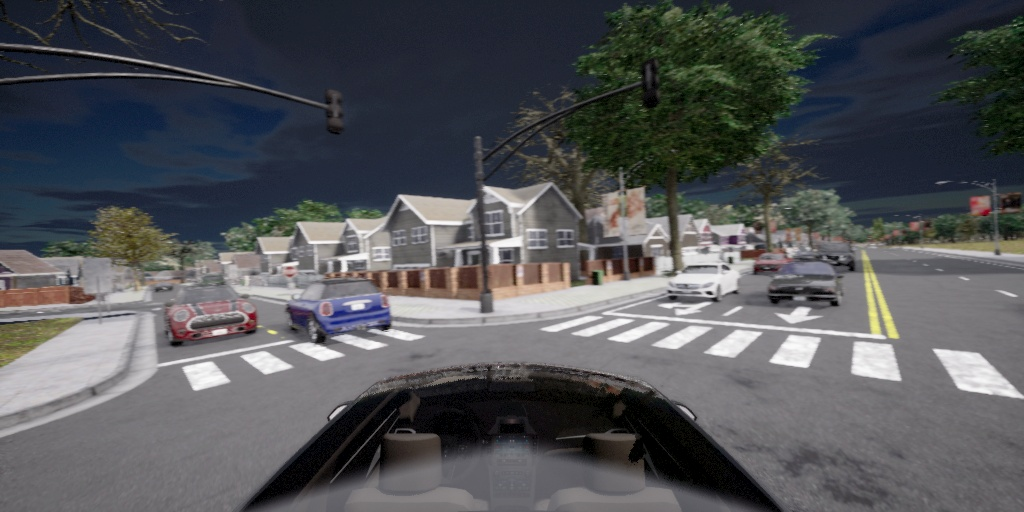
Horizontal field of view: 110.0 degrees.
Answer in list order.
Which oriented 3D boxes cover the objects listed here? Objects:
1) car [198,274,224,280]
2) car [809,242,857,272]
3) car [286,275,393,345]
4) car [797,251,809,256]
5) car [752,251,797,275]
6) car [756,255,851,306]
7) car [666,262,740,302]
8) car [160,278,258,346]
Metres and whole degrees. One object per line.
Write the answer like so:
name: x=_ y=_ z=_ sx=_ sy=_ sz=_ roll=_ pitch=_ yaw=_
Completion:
car: x=-29.972 y=2.905 z=35.677 sx=2.150 sy=2.045 sz=5.566 roll=-4 pitch=0 yaw=-45
car: x=24.026 y=0.033 z=26.687 sx=2.150 sy=2.045 sz=5.566 roll=-3 pitch=0 yaw=44
car: x=-5.649 y=1.498 z=11.418 sx=2.097 sy=1.767 sz=4.553 roll=-4 pitch=0 yaw=-42
car: x=32.248 y=0.118 z=39.639 sx=2.033 sy=1.411 sz=5.357 roll=-3 pitch=0 yaw=44
car: x=19.143 y=0.499 z=26.319 sx=1.882 sy=1.535 sz=5.008 roll=-3 pitch=0 yaw=44
car: x=10.808 y=0.873 z=13.103 sx=2.033 sy=1.411 sz=5.357 roll=-3 pitch=0 yaw=44
car: x=8.080 y=0.978 z=14.958 sx=1.812 sy=1.442 sz=4.674 roll=-3 pitch=0 yaw=44
car: x=-10.388 y=1.792 z=12.284 sx=4.553 sy=1.767 sz=2.097 roll=-4 pitch=0 yaw=44
